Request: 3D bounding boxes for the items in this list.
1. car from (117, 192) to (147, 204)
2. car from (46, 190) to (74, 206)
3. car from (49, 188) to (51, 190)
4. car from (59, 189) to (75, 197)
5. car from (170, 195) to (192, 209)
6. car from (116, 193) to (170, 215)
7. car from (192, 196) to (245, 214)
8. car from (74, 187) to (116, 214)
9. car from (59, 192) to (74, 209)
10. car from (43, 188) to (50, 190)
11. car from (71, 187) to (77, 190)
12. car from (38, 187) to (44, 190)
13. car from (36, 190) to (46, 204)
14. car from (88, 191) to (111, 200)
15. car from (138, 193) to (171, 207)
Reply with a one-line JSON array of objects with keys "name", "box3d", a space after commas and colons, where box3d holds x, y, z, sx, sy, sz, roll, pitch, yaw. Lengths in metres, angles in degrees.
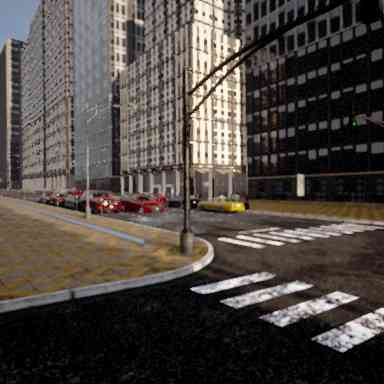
[{"name": "car", "box3d": [-7.579, 0.730, 41.721, 1.947, 1.339, 4.313, 1, 1, -36]}, {"name": "car", "box3d": [-14.338, 0.794, 36.770, 1.887, 1.381, 4.507, 1, 1, -36]}, {"name": "car", "box3d": [-27.473, 0.091, 68.944, 2.008, 1.369, 4.403, 1, 1, -36]}, {"name": "car", "box3d": [-24.257, 0.166, 64.544, 1.752, 1.417, 4.829, 1, 1, -36]}, {"name": "car", "box3d": [-0.946, 0.939, 32.647, 1.947, 1.339, 4.313, 1, 1, -36]}, {"name": "car", "box3d": [-4.089, 0.958, 27.112, 1.882, 1.535, 5.008, -1, 2, -36]}, {"name": "car", "box3d": [2.338, 0.999, 28.302, 1.752, 1.417, 4.829, 1, 1, -36]}, {"name": "car", "box3d": [-7.703, 0.773, 27.695, 2.192, 1.841, 5.009, 1, 1, -36]}, {"name": "car", "box3d": [-11.023, 0.920, 32.234, 1.947, 1.339, 4.313, 1, 1, -36]}, {"name": "car", "box3d": [-30.789, -0.019, 73.482, 1.887, 1.381, 4.507, 1, 1, -36]}, {"name": "car", "box3d": [-20.837, 0.062, 59.867, 2.192, 1.841, 5.009, 1, 1, -36]}, {"name": "car", "box3d": [-34.103, -0.227, 78.018, 1.967, 1.590, 4.097, 1, 1, -36]}, {"name": "car", "box3d": [-17.654, 0.727, 41.307, 1.802, 1.307, 4.206, 1, 1, -36]}, {"name": "car", "box3d": [-14.210, 0.521, 50.796, 1.947, 1.339, 4.313, 1, 1, -36]}, {"name": "car", "box3d": [-4.262, 0.851, 37.184, 1.802, 1.307, 4.206, 1, 1, -36]}]
